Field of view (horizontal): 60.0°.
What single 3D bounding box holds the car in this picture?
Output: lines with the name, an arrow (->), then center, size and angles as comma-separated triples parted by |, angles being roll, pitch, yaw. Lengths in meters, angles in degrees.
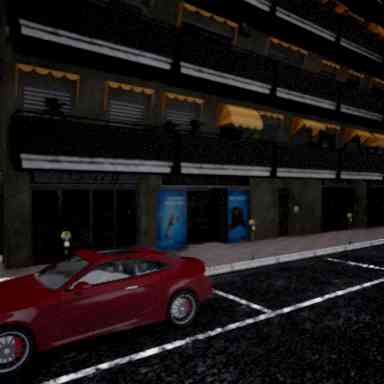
car -> -1.550, 1.588, 5.463 | 4.206, 1.307, 1.802 | 0, -1, -35
